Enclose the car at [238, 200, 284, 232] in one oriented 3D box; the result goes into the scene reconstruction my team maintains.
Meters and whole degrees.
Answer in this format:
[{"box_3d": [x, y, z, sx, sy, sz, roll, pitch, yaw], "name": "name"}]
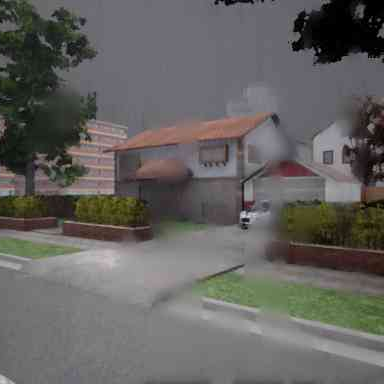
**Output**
[{"box_3d": [4.023, 1.168, 17.438, 1.970, 1.475, 3.806, 0, 0, 36], "name": "car"}]
